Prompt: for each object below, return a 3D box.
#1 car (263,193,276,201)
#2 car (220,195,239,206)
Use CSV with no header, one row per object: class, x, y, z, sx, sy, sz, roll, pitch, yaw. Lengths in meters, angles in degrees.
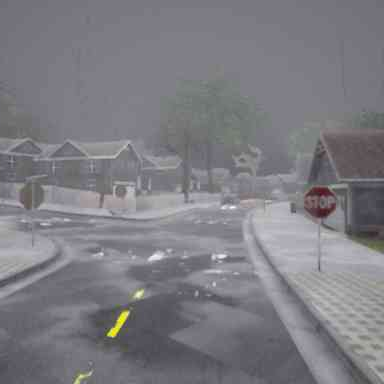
car,16.265,1.050,69.726,2.128,1.511,4.902,0,0,30
car,5.269,1.159,45.829,1.994,1.385,4.181,0,1,19
